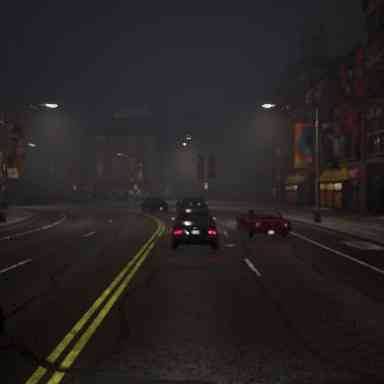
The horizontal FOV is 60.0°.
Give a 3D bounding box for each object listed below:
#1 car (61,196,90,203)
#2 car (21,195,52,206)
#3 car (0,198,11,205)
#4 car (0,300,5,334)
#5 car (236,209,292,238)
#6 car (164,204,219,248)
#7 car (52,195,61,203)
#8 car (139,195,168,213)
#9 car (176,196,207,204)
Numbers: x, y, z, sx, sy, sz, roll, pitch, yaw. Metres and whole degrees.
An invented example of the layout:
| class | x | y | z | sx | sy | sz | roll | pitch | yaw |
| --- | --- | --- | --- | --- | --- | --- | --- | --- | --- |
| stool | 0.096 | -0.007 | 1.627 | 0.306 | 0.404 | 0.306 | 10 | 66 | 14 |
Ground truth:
| class | x | y | z | sx | sy | sz | roll | pitch | yaw |
| --- | --- | --- | --- | --- | --- | --- | --- | --- | --- |
| car | -20.429 | 1.284 | 59.101 | 4.718 | 1.301 | 1.895 | 0 | 0 | 30 |
| car | -23.190 | 1.269 | 48.862 | 4.674 | 1.442 | 1.812 | 0 | 0 | 30 |
| car | -28.260 | 1.351 | 47.573 | 4.718 | 1.301 | 1.895 | 0 | 0 | 25 |
| car | -3.617 | 1.548 | 2.976 | 1.994 | 1.385 | 4.181 | 0 | 0 | 0 |
| car | 3.496 | 1.510 | 17.222 | 1.895 | 1.301 | 4.718 | 0 | 0 | -2 |
| car | 0.085 | 1.471 | 14.350 | 2.033 | 1.411 | 5.357 | 0 | 0 | -1 |
| car | -25.732 | 1.198 | 61.274 | 4.674 | 1.452 | 2.002 | 0 | 0 | 20 |
| car | -3.978 | 1.325 | 34.120 | 1.837 | 1.490 | 4.892 | 1 | 0 | -25 |
| car | -0.129 | 1.174 | 33.886 | 2.097 | 1.767 | 4.553 | 0 | 0 | -22 |
